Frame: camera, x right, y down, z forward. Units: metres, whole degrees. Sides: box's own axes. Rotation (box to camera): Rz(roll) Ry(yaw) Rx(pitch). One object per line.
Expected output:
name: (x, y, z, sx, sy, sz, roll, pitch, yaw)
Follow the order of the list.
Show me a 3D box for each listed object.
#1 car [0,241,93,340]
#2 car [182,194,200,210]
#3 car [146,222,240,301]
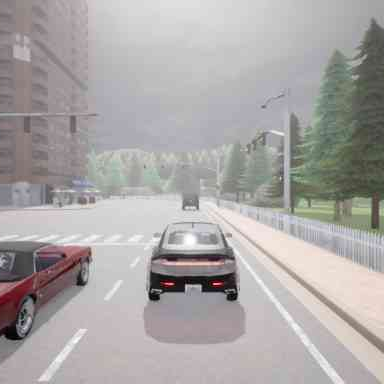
car: (-3.450, 1.601, 6.461, 1.895, 1.301, 4.718, 0, 0, 0)
car: (-0.180, 1.221, 43.760, 2.150, 2.045, 5.566, 0, 0, -1)
car: (0.023, 1.492, 8.310, 2.128, 1.511, 4.902, 0, 0, 0)
